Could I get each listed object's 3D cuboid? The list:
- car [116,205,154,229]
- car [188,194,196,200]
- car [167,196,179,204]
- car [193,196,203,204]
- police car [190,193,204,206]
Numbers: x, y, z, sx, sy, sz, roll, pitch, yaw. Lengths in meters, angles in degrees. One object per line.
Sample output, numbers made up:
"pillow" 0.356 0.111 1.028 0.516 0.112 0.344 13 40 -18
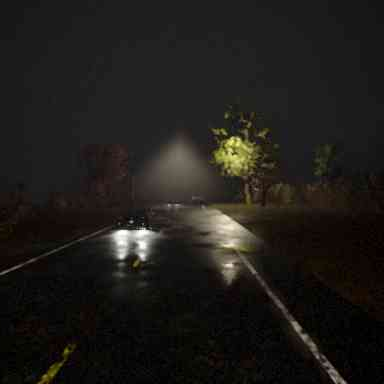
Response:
"car" -3.599 1.571 21.686 1.994 1.385 4.181 0 0 0
"car" -0.002 1.354 89.108 1.837 1.490 4.892 0 0 0
"car" -3.524 1.514 62.699 1.837 1.490 4.892 0 0 1
"car" 1.048 1.485 65.101 1.882 1.535 5.008 0 0 0
"police car" 1.049 1.433 55.210 1.930 1.638 5.238 0 0 0
